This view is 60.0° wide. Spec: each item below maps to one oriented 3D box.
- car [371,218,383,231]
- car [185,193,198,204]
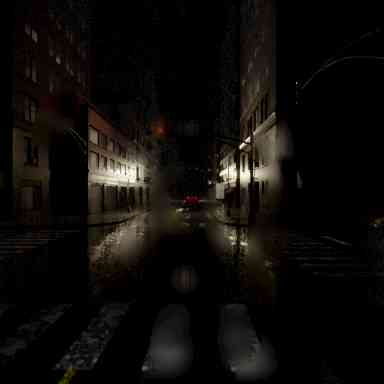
[{"bbox_3d":[12.383,1.514,18.053,4.829,1.417,1.752,0,0,0],"label":"car"},{"bbox_3d":[-0.034,1.184,60.462,2.150,2.045,5.566,0,0,0],"label":"car"}]
